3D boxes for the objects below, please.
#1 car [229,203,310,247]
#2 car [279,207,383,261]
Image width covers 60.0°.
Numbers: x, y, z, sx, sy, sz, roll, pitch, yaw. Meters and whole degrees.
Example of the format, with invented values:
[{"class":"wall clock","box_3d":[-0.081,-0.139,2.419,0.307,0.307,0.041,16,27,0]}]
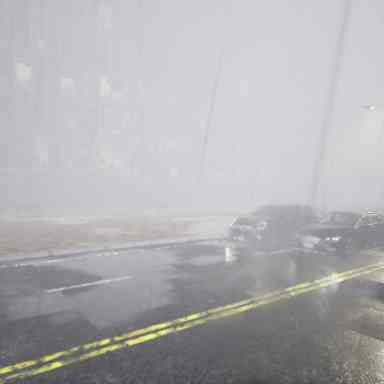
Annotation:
[{"class":"car","box_3d":[3.778,1.307,14.834,4.553,1.767,2.097,0,0,-37]},{"class":"car","box_3d":[5.718,1.462,12.228,4.902,1.511,2.128,0,0,-37]}]
